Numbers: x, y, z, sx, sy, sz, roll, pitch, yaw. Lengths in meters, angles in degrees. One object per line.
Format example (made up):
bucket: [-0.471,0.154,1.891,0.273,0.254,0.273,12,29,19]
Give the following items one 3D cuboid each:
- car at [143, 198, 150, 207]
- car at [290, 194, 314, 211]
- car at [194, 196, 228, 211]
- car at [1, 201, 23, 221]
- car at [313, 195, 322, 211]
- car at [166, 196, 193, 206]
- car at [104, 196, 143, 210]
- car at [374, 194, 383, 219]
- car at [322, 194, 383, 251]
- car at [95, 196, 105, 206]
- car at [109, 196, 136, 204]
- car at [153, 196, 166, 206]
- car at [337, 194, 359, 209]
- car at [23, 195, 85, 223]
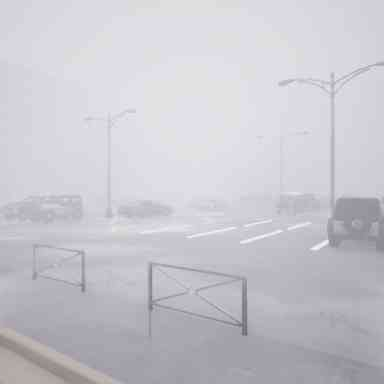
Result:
car: [-11.001,1.559,64.978,1.812,1.442,4.674,0,0,34]
car: [15.608,1.393,46.247,1.970,1.475,3.806,0,0,34]
car: [2.376,1.393,36.960,1.970,1.475,3.806,0,0,34]
car: [-12.010,1.151,25.664,1.932,1.855,4.605,0,0,34]
car: [18.006,1.362,44.626,1.784,1.438,3.905,0,0,34]
car: [-2.403,1.532,65.235,1.812,1.442,4.674,0,0,34]
car: [-10.753,1.562,52.774,2.033,1.411,5.357,0,0,34]
car: [16.429,1.151,27.578,1.932,1.855,4.605,0,0,34]
car: [6.641,1.153,13.047,1.905,1.878,3.866,0,0,34]
car: [-13.677,1.365,54.698,2.097,1.767,4.553,0,0,34]
car: [-13.909,1.601,66.927,2.033,1.411,5.357,0,0,34]
car: [-5.310,1.572,67.183,1.994,1.385,4.181,0,0,34]
car: [20.258,1.151,43.167,1.932,1.855,4.605,0,0,34]
car: [-9.642,1.154,23.999,1.905,1.878,3.866,0,0,34]
